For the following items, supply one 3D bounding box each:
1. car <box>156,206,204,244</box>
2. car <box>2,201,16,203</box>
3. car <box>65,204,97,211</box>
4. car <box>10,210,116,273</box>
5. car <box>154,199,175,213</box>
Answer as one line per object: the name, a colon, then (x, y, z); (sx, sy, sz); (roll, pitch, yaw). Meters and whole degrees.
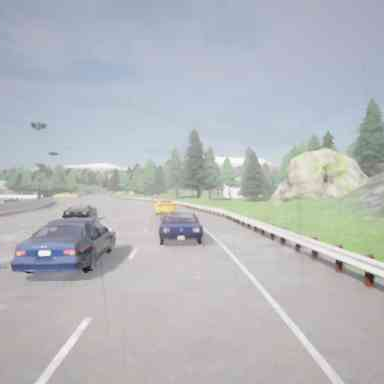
car: (-0.606, 1.583, 15.757); (1.895, 1.301, 4.718); (0, 0, -4)
car: (-28.789, 1.634, 53.615); (1.895, 1.301, 4.718); (0, 0, -16)
car: (-8.787, 1.598, 26.619); (1.895, 1.301, 4.718); (0, 0, -8)
car: (-3.757, 1.547, 10.668); (2.033, 1.411, 5.357); (0, 0, -3)
car: (-2.755, 1.445, 33.532); (1.882, 1.535, 5.008); (0, 0, -9)
